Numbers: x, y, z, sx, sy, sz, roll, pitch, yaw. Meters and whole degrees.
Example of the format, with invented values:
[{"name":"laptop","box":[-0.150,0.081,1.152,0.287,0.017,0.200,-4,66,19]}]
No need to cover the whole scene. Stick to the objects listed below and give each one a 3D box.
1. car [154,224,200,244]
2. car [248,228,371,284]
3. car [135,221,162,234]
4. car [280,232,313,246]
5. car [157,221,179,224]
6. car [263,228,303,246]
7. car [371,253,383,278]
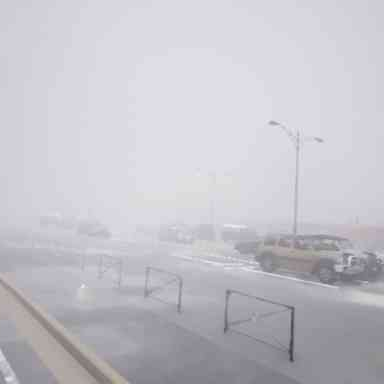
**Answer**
[{"name":"car","box":[-1.520,4.189,31.889,1.970,1.475,3.806,8,-7,-38]},{"name":"car","box":[5.046,2.835,14.868,1.932,1.855,4.605,8,-7,-38]},{"name":"car","box":[-6.492,5.249,47.234,1.970,1.475,3.806,8,-7,-38]},{"name":"car","box":[13.850,6.228,44.194,1.784,1.438,3.905,8,-7,-38]},{"name":"car","box":[-4.240,5.521,49.033,1.784,1.438,3.905,8,-7,-38]},{"name":"car","box":[11.572,5.718,42.465,1.932,1.855,4.605,8,-7,-38]},{"name":"car","box":[7.329,3.139,16.622,1.905,1.878,3.866,8,-7,-38]}]
